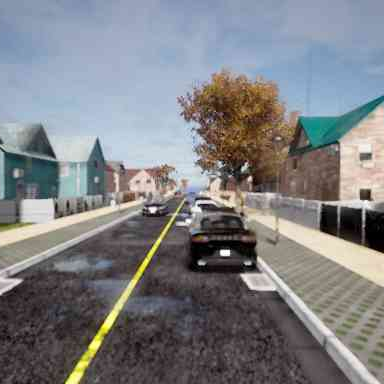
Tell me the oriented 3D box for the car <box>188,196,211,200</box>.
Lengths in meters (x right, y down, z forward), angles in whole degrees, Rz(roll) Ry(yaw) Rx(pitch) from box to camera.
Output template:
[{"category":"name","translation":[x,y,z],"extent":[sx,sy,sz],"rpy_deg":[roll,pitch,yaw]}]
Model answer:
[{"category":"car","translation":[0.823,1.212,20.693],"extent":[1.812,1.442,4.674],"rpy_deg":[0,1,0]}]

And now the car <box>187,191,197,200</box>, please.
[{"category":"car","translation":[-0.006,0.663,65.602],"extent":[1.882,1.535,5.008],"rpy_deg":[0,1,0]}]

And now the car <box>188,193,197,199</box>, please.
[{"category":"car","translation":[0.822,1.103,26.692],"extent":[1.837,1.490,4.892],"rpy_deg":[0,1,0]}]

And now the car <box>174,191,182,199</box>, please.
[{"category":"car","translation":[-2.765,0.519,67.372],"extent":[2.097,1.767,4.553],"rpy_deg":[0,0,0]}]

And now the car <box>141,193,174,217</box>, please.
[{"category":"car","translation":[-2.849,1.090,26.592],"extent":[2.128,1.511,4.902],"rpy_deg":[0,1,0]}]

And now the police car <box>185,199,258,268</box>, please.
[{"category":"police car","translation":[0.824,1.259,10.802],"extent":[1.930,1.638,5.238],"rpy_deg":[0,1,0]}]

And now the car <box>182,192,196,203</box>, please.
[{"category":"car","translation":[0.010,0.912,46.954],"extent":[2.033,1.411,5.357],"rpy_deg":[0,1,0]}]
